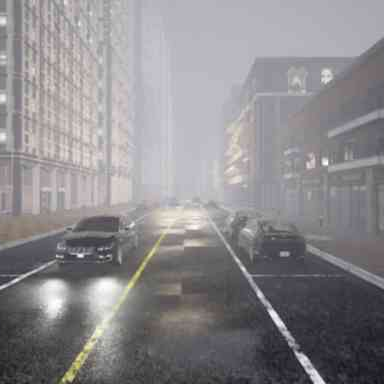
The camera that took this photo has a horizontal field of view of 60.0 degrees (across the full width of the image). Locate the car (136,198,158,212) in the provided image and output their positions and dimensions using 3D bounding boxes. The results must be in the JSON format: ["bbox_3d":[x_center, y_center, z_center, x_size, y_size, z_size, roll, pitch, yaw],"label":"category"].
[{"bbox_3d":[-5.679,1.626,40.077,2.008,1.369,4.403,0,0,0],"label":"car"}]

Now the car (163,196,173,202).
[{"bbox_3d":[-5.672,1.734,79.617,1.947,1.339,4.313,0,0,0],"label":"car"}]

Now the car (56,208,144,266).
[{"bbox_3d":[-3.085,1.525,11.657,1.837,1.490,4.892,0,0,0],"label":"car"}]

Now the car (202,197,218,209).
[{"bbox_3d":[2.702,1.669,45.724,1.802,1.307,4.206,0,0,0],"label":"car"}]

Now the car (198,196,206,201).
[{"bbox_3d":[2.711,1.750,90.913,2.008,1.369,4.403,0,0,0],"label":"car"}]

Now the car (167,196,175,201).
[{"bbox_3d":[-5.669,1.750,90.913,2.008,1.369,4.403,0,0,0],"label":"car"}]

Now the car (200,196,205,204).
[{"bbox_3d":[2.703,1.540,51.373,1.967,1.590,4.097,0,0,0],"label":"car"}]

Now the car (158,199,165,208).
[{"bbox_3d":[-5.677,1.645,51.375,1.887,1.381,4.507,0,0,0],"label":"car"}]

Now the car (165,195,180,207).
[{"bbox_3d":[-3.049,1.586,55.058,1.882,1.535,5.008,0,0,1],"label":"car"}]

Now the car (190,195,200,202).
[{"bbox_3d":[0.709,1.519,79.001,2.097,1.767,4.553,0,0,0],"label":"car"}]

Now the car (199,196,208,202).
[{"bbox_3d":[2.709,1.734,79.615,1.947,1.339,4.313,0,0,0],"label":"car"}]

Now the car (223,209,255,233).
[{"bbox_3d":[2.697,1.582,17.481,2.008,1.369,4.403,0,0,0],"label":"car"}]

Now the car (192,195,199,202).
[{"bbox_3d":[0.920,1.639,85.220,1.801,1.575,5.366,0,0,0],"label":"car"}]

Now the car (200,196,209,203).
[{"bbox_3d":[2.708,1.680,74.136,1.752,1.417,4.829,0,0,0],"label":"car"}]

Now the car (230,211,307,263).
[{"bbox_3d":[2.695,1.572,11.833,2.008,1.369,4.403,0,0,0],"label":"car"}]

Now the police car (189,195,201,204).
[{"bbox_3d":[0.916,1.567,69.140,1.930,1.638,5.238,0,0,0],"label":"police car"}]
